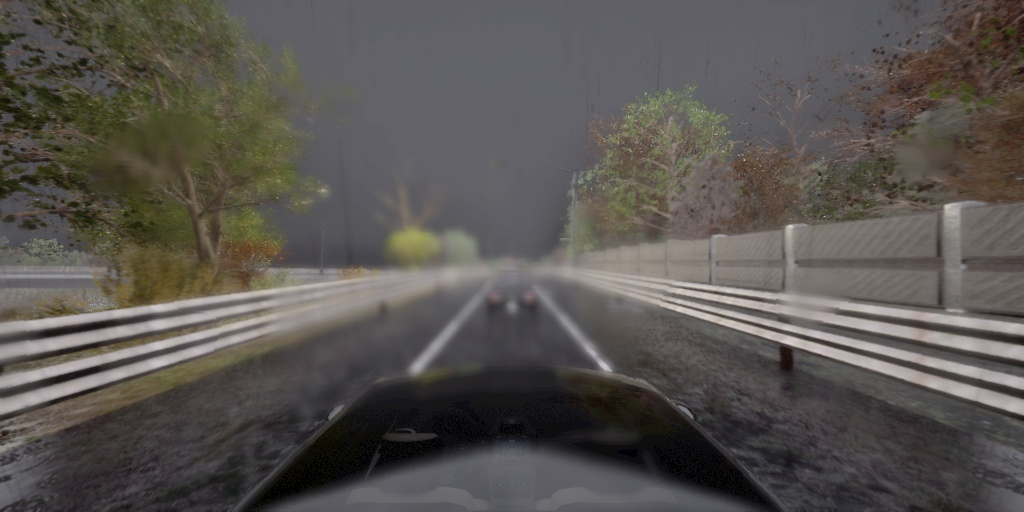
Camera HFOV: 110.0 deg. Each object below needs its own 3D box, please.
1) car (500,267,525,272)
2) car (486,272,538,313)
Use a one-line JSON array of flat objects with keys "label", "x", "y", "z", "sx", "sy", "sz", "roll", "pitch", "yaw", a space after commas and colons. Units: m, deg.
[{"label": "car", "x": 0.037, "y": 1.654, "z": 30.676, "sx": 2.128, "sy": 1.511, "sz": 4.902, "roll": 0, "pitch": -1, "yaw": 1}, {"label": "car", "x": 0.032, "y": 1.536, "z": 14.967, "sx": 1.895, "sy": 1.301, "sz": 4.718, "roll": 0, "pitch": -1, "yaw": 0}]
